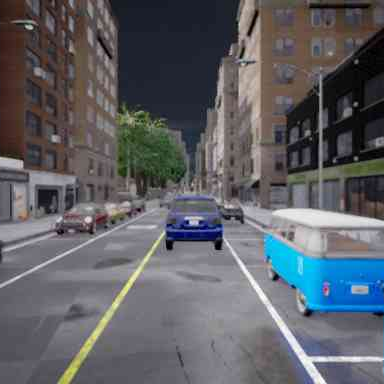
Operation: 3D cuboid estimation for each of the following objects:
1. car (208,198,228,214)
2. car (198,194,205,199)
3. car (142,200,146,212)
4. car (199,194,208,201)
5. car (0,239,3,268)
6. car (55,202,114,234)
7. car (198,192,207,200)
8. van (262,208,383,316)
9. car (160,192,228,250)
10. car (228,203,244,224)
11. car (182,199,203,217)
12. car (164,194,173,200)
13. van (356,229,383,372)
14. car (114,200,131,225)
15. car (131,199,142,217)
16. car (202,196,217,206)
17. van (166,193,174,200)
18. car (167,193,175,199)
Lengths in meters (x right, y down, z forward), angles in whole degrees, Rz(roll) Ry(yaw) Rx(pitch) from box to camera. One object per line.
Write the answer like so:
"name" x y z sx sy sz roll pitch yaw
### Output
"car" 2.659 1.394 34.850 1.752 1.417 4.829 0 0 0
"car" 2.638 1.260 93.992 1.887 1.381 4.507 0 0 0
"car" -5.867 1.435 34.693 1.947 1.339 4.313 0 0 0
"car" 2.644 1.195 77.767 1.967 1.590 4.097 0 0 0
"car" -5.857 1.535 7.149 1.947 1.339 4.313 0 0 0
"car" -5.860 1.366 18.166 1.967 1.590 4.097 0 0 0
"car" 2.642 1.057 83.175 2.192 1.841 5.009 0 0 0
"van" 2.670 1.310 7.141 1.690 1.788 3.998 0 0 0
"car" 0.080 1.161 14.215 2.150 2.045 5.566 0 0 0
"car" 2.663 1.457 23.666 2.008 1.369 4.403 0 0 0
"car" 0.079 1.406 31.267 1.812 1.442 4.674 0 0 0
"car" -5.884 1.308 83.190 1.947 1.339 4.313 0 0 0
"van" 2.672 1.333 1.634 1.690 1.788 3.998 0 0 0
"car" -5.862 1.432 23.506 1.752 1.417 4.829 0 0 0
"car" -5.865 1.469 29.185 1.802 1.307 4.206 0 0 0
"car" 2.653 1.387 51.203 1.947 1.339 4.313 0 0 0
"van" -5.885 1.070 88.596 1.690 1.788 3.998 0 0 0
"car" -5.887 1.156 94.004 1.967 1.590 4.097 0 0 0
